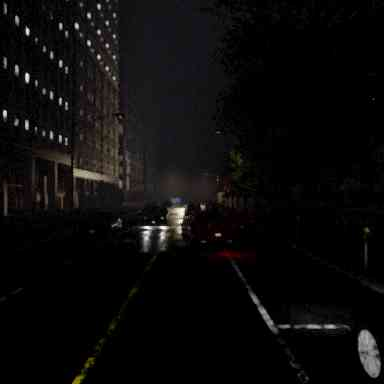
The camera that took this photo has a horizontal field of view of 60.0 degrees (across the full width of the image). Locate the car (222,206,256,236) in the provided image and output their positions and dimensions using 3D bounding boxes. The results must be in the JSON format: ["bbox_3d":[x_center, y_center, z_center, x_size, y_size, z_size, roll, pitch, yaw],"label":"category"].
[{"bbox_3d":[2.712,1.774,20.017,1.887,1.381,4.507,0,-1,0],"label":"car"}]

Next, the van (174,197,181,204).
[{"bbox_3d":[-4.002,2.431,93.454,1.690,1.788,3.998,0,-1,2],"label":"van"}]

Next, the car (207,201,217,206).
[{"bbox_3d":[2.780,1.969,36.929,1.887,1.381,4.507,0,-1,1],"label":"car"}]

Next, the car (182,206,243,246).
[{"bbox_3d":[0.680,1.665,16.341,1.882,1.535,5.008,0,-1,-10],"label":"car"}]

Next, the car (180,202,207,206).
[{"bbox_3d":[0.150,1.933,33.534,2.033,1.411,5.357,0,-1,0],"label":"car"}]

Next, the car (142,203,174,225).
[{"bbox_3d":[-2.830,1.859,27.164,2.033,1.411,5.357,0,-1,0],"label":"car"}]

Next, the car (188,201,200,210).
[{"bbox_3d":[0.401,2.238,55.189,1.895,1.301,4.718,0,-1,1],"label":"car"}]

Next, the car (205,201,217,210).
[{"bbox_3d":[2.991,2.149,54.019,1.752,1.417,4.829,0,-1,1],"label":"car"}]

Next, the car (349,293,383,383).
[{"bbox_3d":[3.021,1.534,2.542,1.837,1.490,4.892,0,-1,0],"label":"car"}]

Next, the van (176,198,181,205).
[{"bbox_3d":[-4.374,2.297,82.196,1.690,1.788,3.998,0,-1,2],"label":"van"}]

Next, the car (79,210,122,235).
[{"bbox_3d":[-5.458,1.799,20.323,1.947,1.339,4.313,0,-1,0],"label":"car"}]

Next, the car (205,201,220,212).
[{"bbox_3d":[2.904,2.100,48.210,1.887,1.381,4.507,0,-1,1],"label":"car"}]

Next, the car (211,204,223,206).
[{"bbox_3d":[2.720,1.845,25.650,2.008,1.369,4.403,0,-1,0],"label":"car"}]

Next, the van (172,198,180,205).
[{"bbox_3d":[-4.194,2.364,87.829,1.690,1.788,3.998,0,-1,2],"label":"van"}]

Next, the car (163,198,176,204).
[{"bbox_3d":[-4.818,2.322,65.316,1.947,1.339,4.313,0,-1,1],"label":"car"}]
